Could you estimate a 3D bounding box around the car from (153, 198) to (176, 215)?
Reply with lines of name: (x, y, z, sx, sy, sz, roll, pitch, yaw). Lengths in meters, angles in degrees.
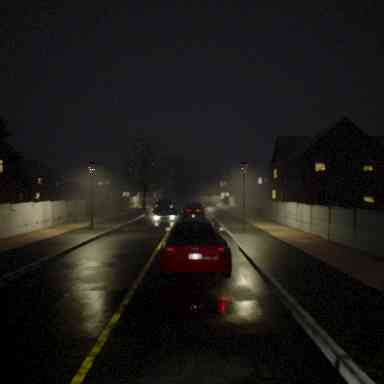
car: (-2.833, 1.447, 35.212, 2.097, 1.767, 4.553, 0, 0, 0)

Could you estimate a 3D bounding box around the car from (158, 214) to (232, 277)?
car: (0.091, 1.589, 10.338, 1.994, 1.385, 4.181, 0, 0, 0)

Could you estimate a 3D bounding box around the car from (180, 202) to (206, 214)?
car: (0.101, 1.576, 27.558, 1.837, 1.490, 4.892, 0, 0, 0)
